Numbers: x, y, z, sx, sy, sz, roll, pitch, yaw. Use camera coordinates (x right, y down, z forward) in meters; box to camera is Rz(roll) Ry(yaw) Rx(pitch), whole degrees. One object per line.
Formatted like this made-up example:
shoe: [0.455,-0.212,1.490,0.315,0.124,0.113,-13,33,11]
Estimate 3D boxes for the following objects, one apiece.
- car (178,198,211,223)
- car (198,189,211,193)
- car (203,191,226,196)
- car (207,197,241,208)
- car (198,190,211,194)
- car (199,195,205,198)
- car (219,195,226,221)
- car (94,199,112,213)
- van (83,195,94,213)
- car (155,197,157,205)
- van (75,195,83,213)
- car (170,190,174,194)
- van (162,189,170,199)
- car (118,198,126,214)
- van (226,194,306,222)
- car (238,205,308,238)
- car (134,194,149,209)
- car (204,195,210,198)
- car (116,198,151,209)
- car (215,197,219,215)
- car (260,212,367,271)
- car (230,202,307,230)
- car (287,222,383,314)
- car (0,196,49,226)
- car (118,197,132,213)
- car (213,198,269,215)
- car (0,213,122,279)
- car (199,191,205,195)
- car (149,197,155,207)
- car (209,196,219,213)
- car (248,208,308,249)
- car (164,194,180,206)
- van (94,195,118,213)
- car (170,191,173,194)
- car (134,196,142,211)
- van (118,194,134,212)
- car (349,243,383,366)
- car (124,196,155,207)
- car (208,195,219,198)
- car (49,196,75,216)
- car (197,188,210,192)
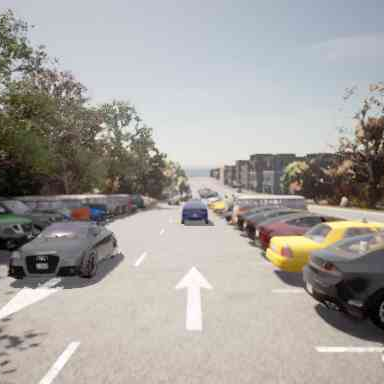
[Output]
car: [0.209,1.436,24.844,1.882,1.535,5.008,0,0,0]
car: [4.654,0.855,88.617,4.553,1.767,2.185,0,0,0]
car: [4.726,1.280,47.682,5.566,2.045,2.435,0,0,0]
car: [4.763,1.550,50.457,5.008,1.535,2.097,0,0,0]
car: [4.641,1.012,85.831,4.792,1.488,2.163,0,0,0]
car: [0.287,1.506,41.685,1.882,1.535,5.008,0,-1,0]
car: [4.619,1.295,25.480,4.553,1.767,2.185,0,0,0]
car: [-8.446,1.475,22.834,5.008,1.535,2.097,0,0,0]
van: [-8.571,1.255,20.064,4.442,1.987,1.878,0,0,0]
car: [-8.282,1.631,50.524,4.792,1.488,2.163,0,0,0]
van: [-8.351,1.260,17.292,4.442,1.987,1.878,0,0,0]
car: [-8.550,1.001,94.200,5.366,1.575,1.946,0,1,0]
van: [-8.300,0.812,83.035,4.442,1.987,1.878,0,0,0]
car: [-8.444,1.502,28.371,4.792,1.488,2.163,0,0,0]
van: [4.508,1.203,19.930,4.442,1.987,1.878,0,0,0]
car: [4.629,1.469,14.378,4.792,1.488,2.163,0,0,0]
car: [-8.393,1.276,39.447,5.566,2.045,2.435,0,0,0]
car: [4.557,1.510,44.905,5.366,1.575,1.946,0,0,0]
car: [-8.321,1.623,47.754,4.674,1.452,2.002,0,0,0]
car: [4.670,1.422,28.259,4.892,1.521,2.231,0,0,0]
car: [4.759,1.447,8.824,5.366,1.575,1.946,0,0,0]
car: [4.642,1.463,17.154,4.792,1.488,2.163,0,0,0]
car: [4.554,1.457,6.049,4.892,1.521,2.231,0,0,0]
car: [-8.466,1.245,11.753,5.566,2.045,2.435,0,0,0]
car: [-8.432,1.509,31.011,4.792,1.488,2.163,0,0,0]
car: [4.875,1.436,33.678,5.366,1.575,1.946,0,0,0]
car: [-3.560,1.565,9.905,1.994,1.385,4.181,0,0,0]
car: [4.684,1.014,83.047,4.792,1.488,2.163,0,0,0]
car: [-8.152,1.561,44.983,5.366,1.575,1.946,0,0,0]
car: [4.492,1.425,31.027,5.366,1.575,1.946,0,0,0]
car: [4.616,1.474,11.601,4.792,1.488,2.163,0,0,0]
car: [-3.230,1.631,58.860,2.128,1.511,4.902,0,0,1]
van: [-8.321,1.246,25.619,4.442,1.987,1.878,0,0,0]
car: [-8.408,1.052,91.407,4.792,1.488,2.163,0,0,0]
car: [-8.348,1.538,36.675,4.792,1.488,2.163,0,0,0]
van: [-8.507,1.266,33.783,4.442,1.987,1.878,0,0,0]
car: [4.554,1.462,3.273,4.892,1.521,2.231,0,0,0]
car: [-8.331,1.494,53.171,4.553,1.767,2.185,0,0,0]
car: [4.723,1.495,42.128,4.892,1.521,2.231,0,0,0]
car: [-8.453,1.240,14.523,5.566,2.045,2.435,0,0,0]
car: [4.686,0.700,94.188,5.566,2.045,2.435,0,0,0]
